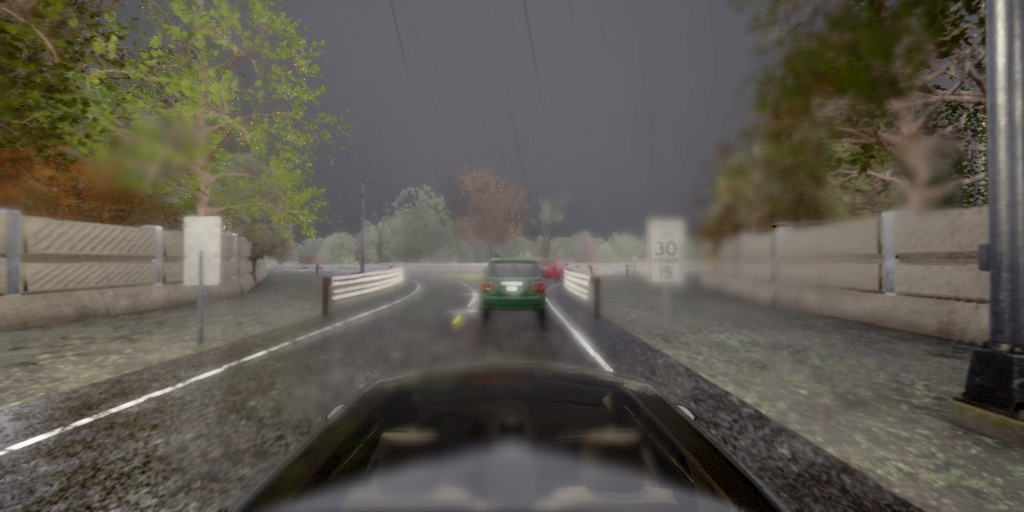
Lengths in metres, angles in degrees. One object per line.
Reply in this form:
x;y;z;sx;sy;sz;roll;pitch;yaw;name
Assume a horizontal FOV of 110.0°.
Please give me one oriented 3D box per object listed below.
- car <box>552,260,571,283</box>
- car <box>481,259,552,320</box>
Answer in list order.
4.084;1.371;33.735;2.150;2.045;5.566;0;-1;23;car
0.134;1.121;13.473;2.150;2.045;5.566;0;0;2;car
